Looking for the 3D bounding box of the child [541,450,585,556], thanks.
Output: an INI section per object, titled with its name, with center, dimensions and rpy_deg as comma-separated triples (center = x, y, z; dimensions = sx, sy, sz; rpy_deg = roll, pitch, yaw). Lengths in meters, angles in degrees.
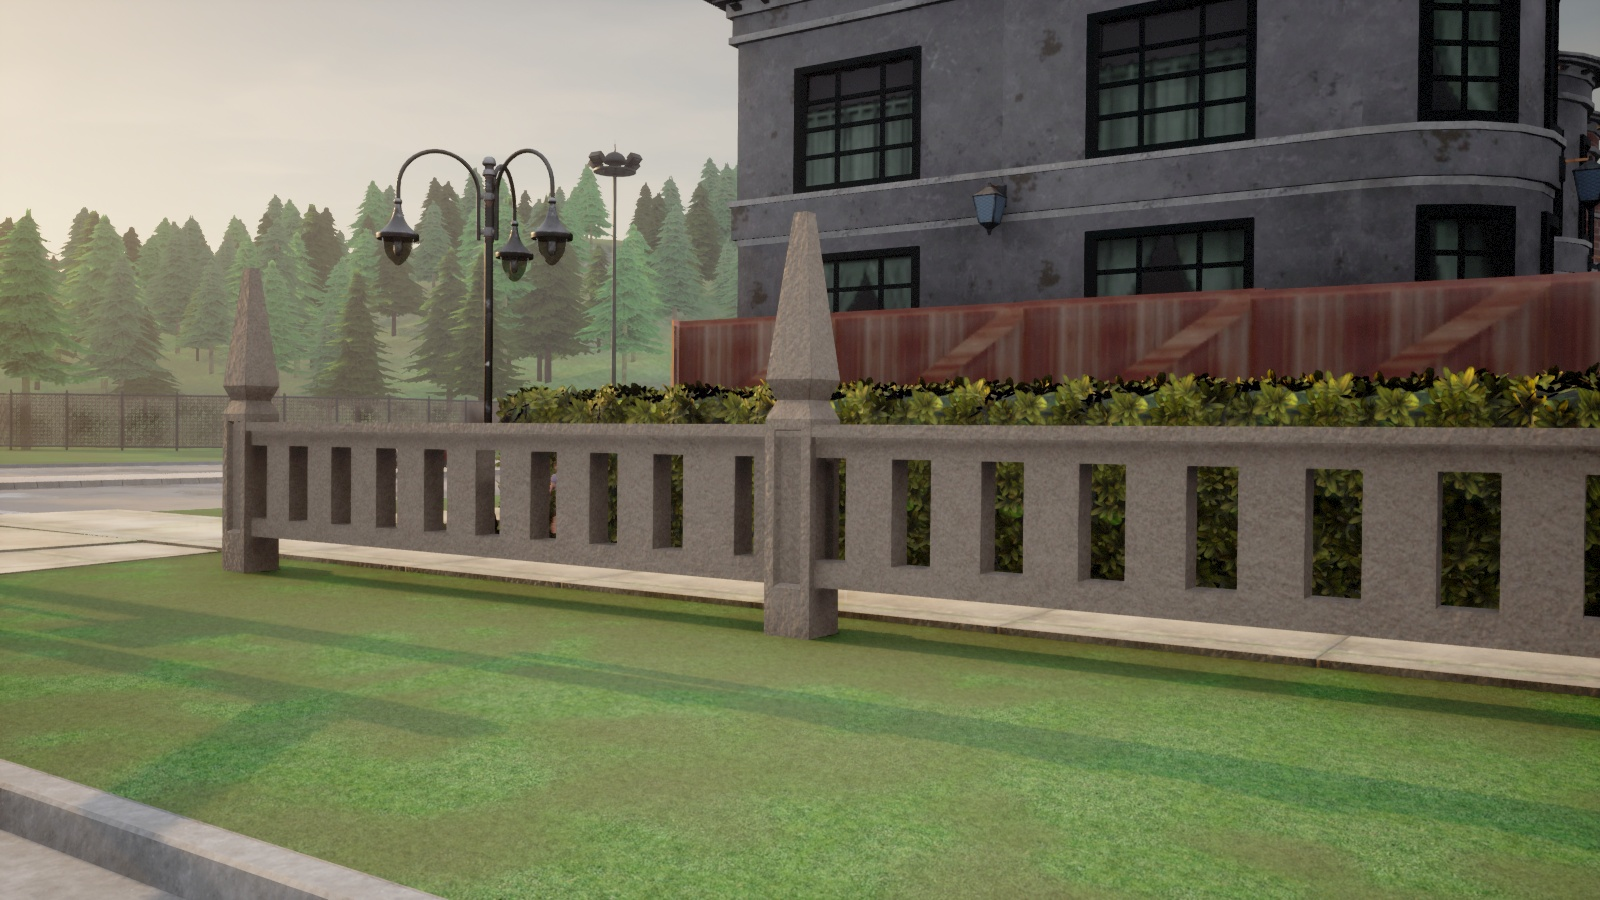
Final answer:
[child]
center = -2.537, 0.560, 13.437
dimensions = 0.394, 1.110, 0.255
rpy_deg = 0, 1, 37
